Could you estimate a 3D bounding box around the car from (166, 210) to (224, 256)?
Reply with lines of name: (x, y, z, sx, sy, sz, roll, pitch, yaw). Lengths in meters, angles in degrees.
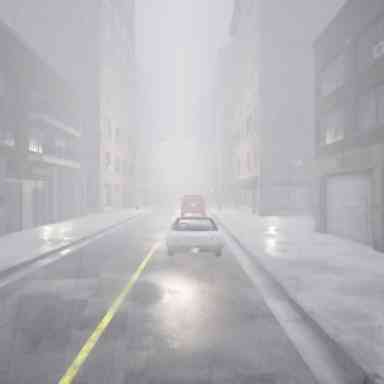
car: (0.098, 1.592, 12.983, 1.895, 1.301, 4.718, 0, 0, 0)

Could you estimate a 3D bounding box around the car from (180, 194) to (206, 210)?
car: (0.098, 1.204, 30.446, 2.150, 2.045, 5.566, 0, 0, 0)
